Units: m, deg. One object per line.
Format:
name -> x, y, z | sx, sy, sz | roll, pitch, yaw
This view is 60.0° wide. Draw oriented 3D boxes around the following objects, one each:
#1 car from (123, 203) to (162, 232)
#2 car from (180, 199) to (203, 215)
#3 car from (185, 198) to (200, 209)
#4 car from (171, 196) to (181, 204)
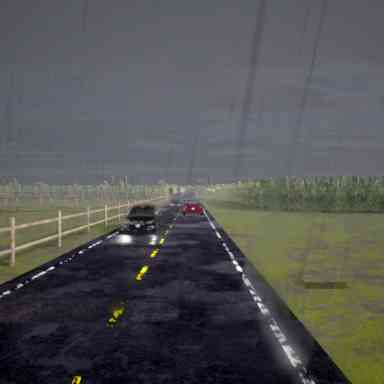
car -> -2.851, 1.489, 19.908 | 1.837, 1.490, 4.892 | 0, 1, 0
car -> 0.093, 1.533, 33.271 | 1.994, 1.385, 4.181 | 0, 0, 0
car -> 0.093, 1.545, 45.724 | 1.895, 1.301, 4.718 | 0, 0, 0
car -> -2.825, 1.457, 60.085 | 2.033, 1.411, 5.357 | 0, 0, 0
